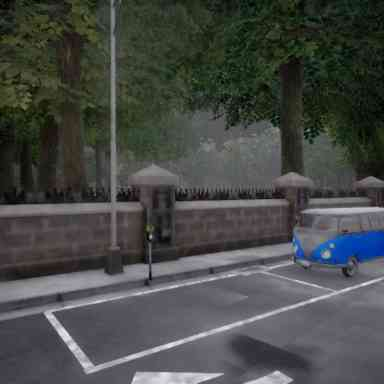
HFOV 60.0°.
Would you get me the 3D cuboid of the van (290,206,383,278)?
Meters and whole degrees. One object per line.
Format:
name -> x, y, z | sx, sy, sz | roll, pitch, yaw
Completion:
van -> 4.648, 1.338, 9.853 | 3.998, 1.788, 1.690 | 0, 0, -35
